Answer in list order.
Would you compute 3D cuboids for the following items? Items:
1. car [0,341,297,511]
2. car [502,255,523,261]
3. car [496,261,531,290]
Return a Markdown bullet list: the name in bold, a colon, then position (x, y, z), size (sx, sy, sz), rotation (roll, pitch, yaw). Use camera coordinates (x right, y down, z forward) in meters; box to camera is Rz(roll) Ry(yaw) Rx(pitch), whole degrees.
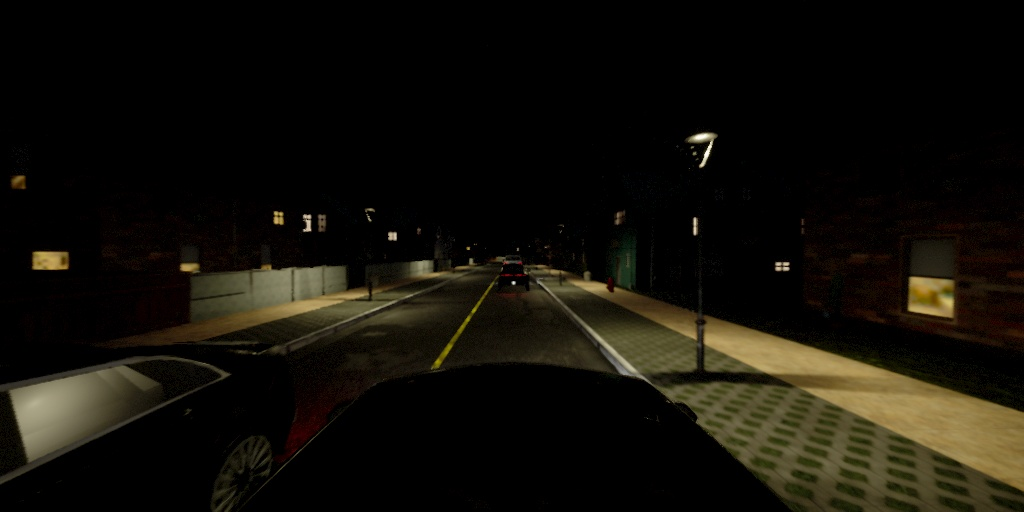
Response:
- **car**: position (-2.850, 1.240, 1.224), size (2.128, 1.511, 4.902), rotation (0, 0, 0)
- **car**: position (0.084, 0.930, 41.034), size (2.150, 2.045, 5.566), rotation (0, 0, 0)
- **car**: position (0.092, 1.233, 22.189), size (1.837, 1.490, 4.892), rotation (0, 0, 0)
